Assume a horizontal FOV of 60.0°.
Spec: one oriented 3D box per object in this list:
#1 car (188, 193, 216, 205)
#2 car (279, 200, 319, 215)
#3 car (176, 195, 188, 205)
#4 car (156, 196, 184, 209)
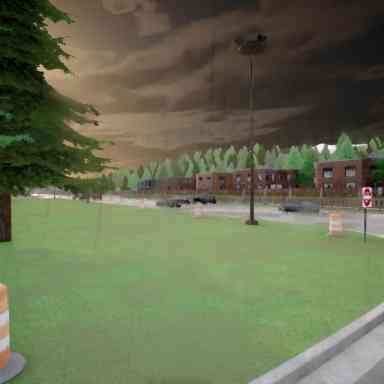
[{"bbox_3d":[2.032,1.221,57.745,2.150,2.045,5.566,0,0,-30],"label":"car"},{"bbox_3d":[11.097,1.564,34.624,1.994,1.385,4.181,0,0,-30],"label":"car"},{"bbox_3d":[-2.270,1.352,58.238,2.097,1.767,4.553,0,0,-30],"label":"car"},{"bbox_3d":[-3.367,1.601,45.965,1.895,1.301,4.718,0,0,-30],"label":"car"}]
